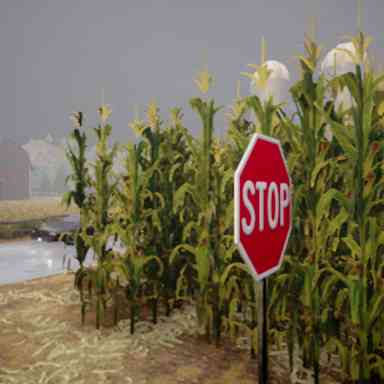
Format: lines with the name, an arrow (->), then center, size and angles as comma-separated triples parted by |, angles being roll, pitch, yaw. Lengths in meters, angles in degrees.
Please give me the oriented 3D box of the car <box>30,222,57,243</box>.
car -> -5.239, 1.735, 16.911 | 2.033, 1.411, 5.357 | 0, 0, 34
